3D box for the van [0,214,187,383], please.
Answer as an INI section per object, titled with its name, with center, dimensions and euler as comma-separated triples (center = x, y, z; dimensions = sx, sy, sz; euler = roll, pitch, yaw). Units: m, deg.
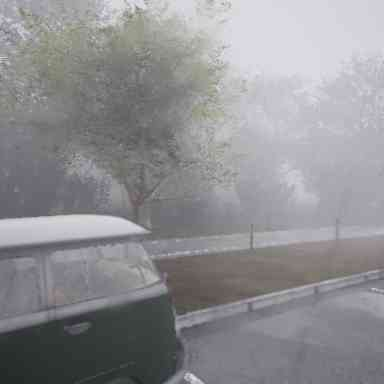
[van]
center = -2.069, 1.245, 2.663
dimensions = 4.442, 1.987, 1.878
euler = -1, -1, -37
